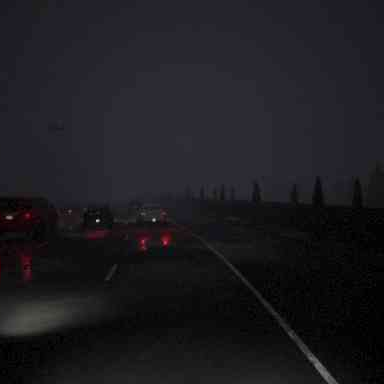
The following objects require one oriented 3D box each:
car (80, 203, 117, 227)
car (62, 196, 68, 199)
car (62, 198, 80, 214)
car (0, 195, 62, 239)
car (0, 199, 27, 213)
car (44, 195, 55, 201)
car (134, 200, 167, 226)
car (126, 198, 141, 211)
[{"bbox_3d":[-6.376,1.540,23.066,1.837,1.490,4.892,0,0,-12],"label":"car"},{"bbox_3d":[-30.580,1.615,78.964,1.882,1.535,5.008,0,0,-14],"label":"car"},{"bbox_3d":[-13.002,1.664,36.199,1.895,1.301,4.718,0,0,-13],"label":"car"},{"bbox_3d":[-8.825,1.259,17.870,2.150,2.045,5.566,0,0,-11],"label":"car"},{"bbox_3d":[-21.254,1.613,39.788,1.812,1.442,4.674,0,0,-13],"label":"car"},{"bbox_3d":[-34.695,1.484,81.106,1.812,1.442,4.674,0,0,-14],"label":"car"},{"bbox_3d":[-2.898,1.552,23.455,1.812,1.442,4.674,0,0,-12],"label":"car"},{"bbox_3d":[-6.999,1.556,41.169,1.837,1.490,4.892,0,0,-13],"label":"car"}]
